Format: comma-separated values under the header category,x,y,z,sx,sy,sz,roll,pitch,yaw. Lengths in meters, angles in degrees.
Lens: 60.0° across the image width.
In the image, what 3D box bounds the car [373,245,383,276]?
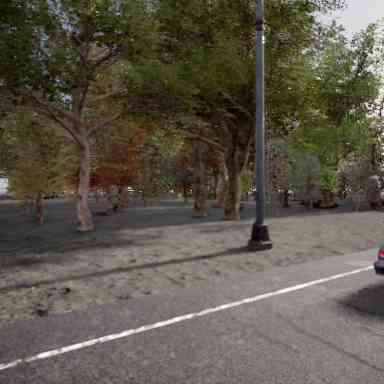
category,x,y,z,sx,sy,sz,roll,pitch,yaw
car,6.773,1.516,8.589,5.357,1.411,2.033,0,0,-36
